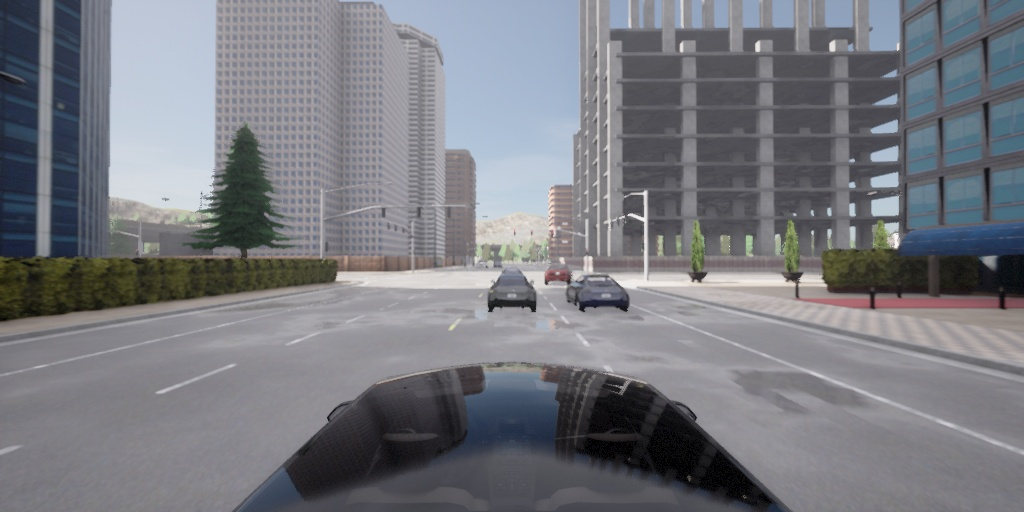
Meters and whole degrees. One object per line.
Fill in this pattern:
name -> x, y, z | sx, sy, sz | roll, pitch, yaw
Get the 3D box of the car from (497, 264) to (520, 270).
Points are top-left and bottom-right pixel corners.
car -> 0.001, 1.633, 30.229 | 1.994, 1.385, 4.181 | 0, -1, 0

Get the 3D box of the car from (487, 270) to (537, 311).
car -> 0.016, 1.467, 15.327 | 1.994, 1.385, 4.181 | 0, -1, 0

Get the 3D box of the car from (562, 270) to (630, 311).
car -> 3.517, 1.466, 15.330 | 1.994, 1.385, 4.181 | 0, -1, 0

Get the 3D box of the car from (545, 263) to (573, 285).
car -> 4.023, 1.418, 30.139 | 2.097, 1.767, 4.553 | 0, -1, 12
